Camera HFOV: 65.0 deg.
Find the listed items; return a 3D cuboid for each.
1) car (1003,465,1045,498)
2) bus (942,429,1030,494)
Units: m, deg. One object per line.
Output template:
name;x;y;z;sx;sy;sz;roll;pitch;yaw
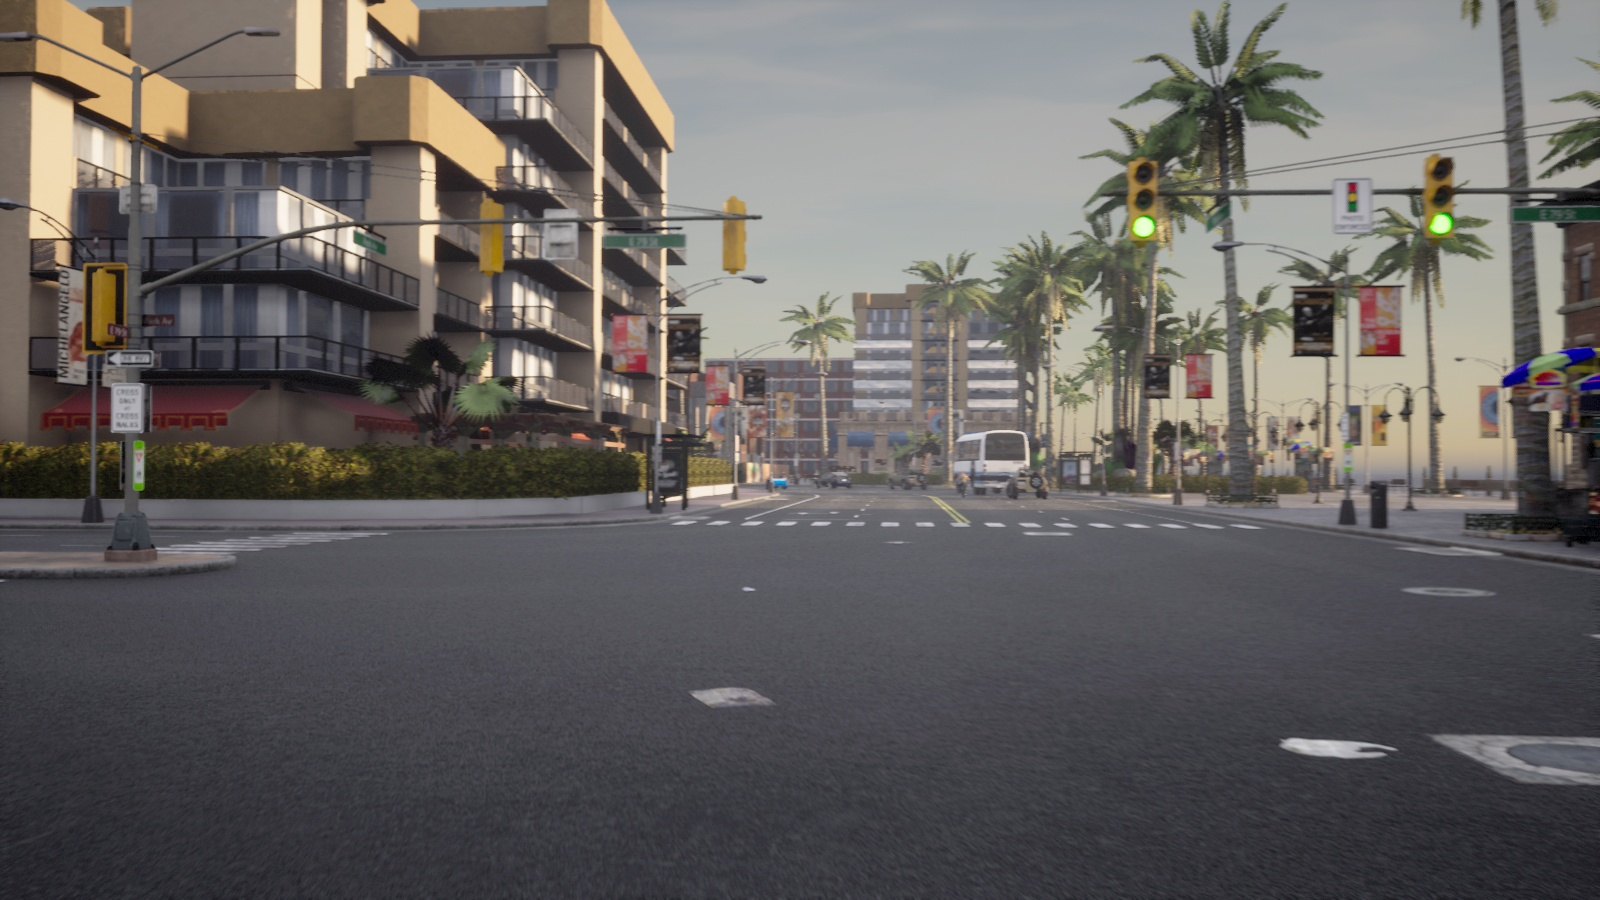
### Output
car;12.865;1.785;72.300;1.932;1.855;4.605;0;-1;4
bus;12.761;0.843;87.274;3.944;4.253;10.273;0;-1;-4
